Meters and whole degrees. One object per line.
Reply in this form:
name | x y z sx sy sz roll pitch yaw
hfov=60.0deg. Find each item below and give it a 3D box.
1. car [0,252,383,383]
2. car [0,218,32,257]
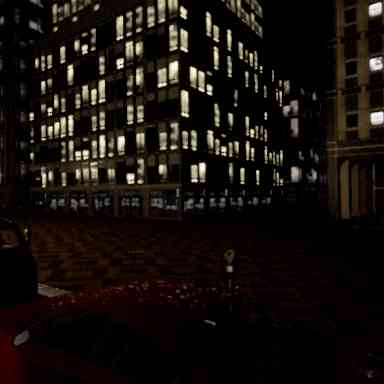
car | -0.521 1.565 3.253 4.507 1.381 1.887 -1 -1 36
car | -5.030 1.385 6.474 5.009 1.841 2.192 -1 -1 36
